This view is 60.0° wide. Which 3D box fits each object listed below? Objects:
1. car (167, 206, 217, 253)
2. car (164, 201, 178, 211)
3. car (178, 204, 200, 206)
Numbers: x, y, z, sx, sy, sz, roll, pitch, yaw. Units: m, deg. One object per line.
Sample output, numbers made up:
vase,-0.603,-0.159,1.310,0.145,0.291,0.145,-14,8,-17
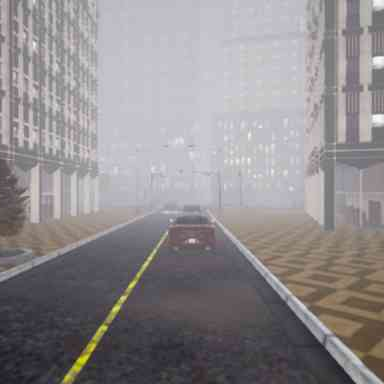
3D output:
car,0.011,1.618,14.479,1.882,1.535,5.008,0,0,0
car,-2.985,2.056,48.585,1.994,1.385,4.181,0,-1,0
car,0.015,1.798,29.304,1.837,1.490,4.892,0,0,0
